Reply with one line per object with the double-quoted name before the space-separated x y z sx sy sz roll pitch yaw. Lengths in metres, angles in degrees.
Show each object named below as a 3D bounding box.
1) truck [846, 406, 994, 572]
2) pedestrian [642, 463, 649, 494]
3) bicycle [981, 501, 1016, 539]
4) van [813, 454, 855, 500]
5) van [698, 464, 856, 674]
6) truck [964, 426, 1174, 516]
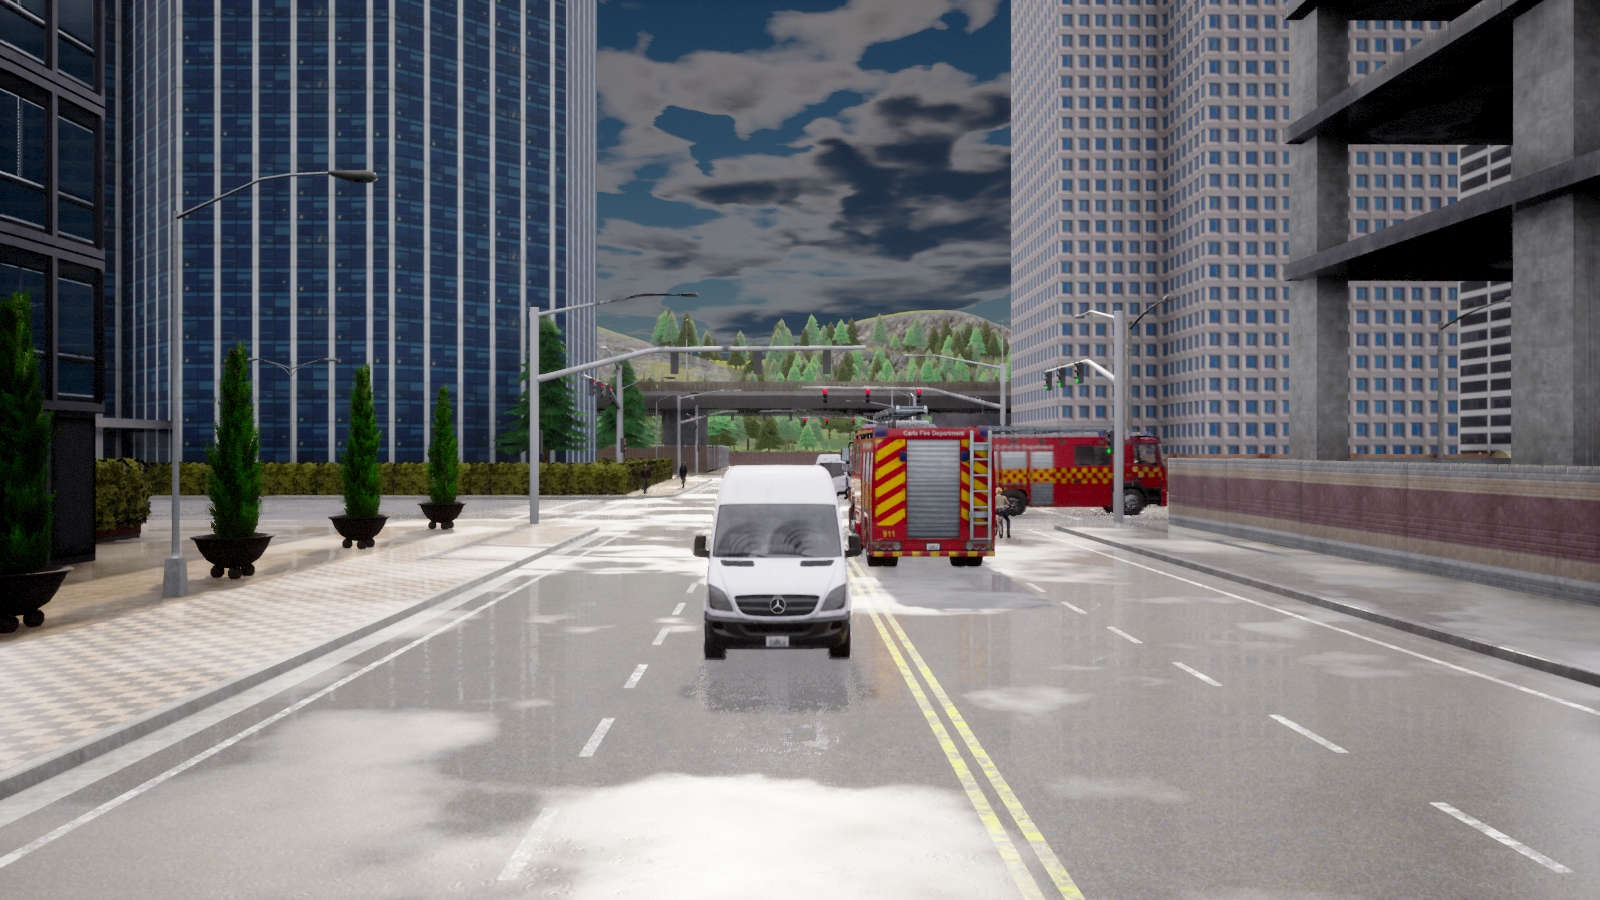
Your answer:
"truck" 2.932 0.891 30.480 2.891 3.827 8.468 0 0 -1
"pedestrian" -9.186 1.696 67.822 0.375 1.860 0.375 0 0 1
"bicycle" 6.346 2.233 36.588 0.859 1.126 1.487 0 0 -1
"van" 2.064 1.534 67.399 1.988 2.561 5.915 0 0 6
"van" -0.341 1.534 17.321 1.988 2.561 5.915 0 0 -1
"truck" 11.640 0.890 49.880 8.468 3.827 2.891 0 0 -2
